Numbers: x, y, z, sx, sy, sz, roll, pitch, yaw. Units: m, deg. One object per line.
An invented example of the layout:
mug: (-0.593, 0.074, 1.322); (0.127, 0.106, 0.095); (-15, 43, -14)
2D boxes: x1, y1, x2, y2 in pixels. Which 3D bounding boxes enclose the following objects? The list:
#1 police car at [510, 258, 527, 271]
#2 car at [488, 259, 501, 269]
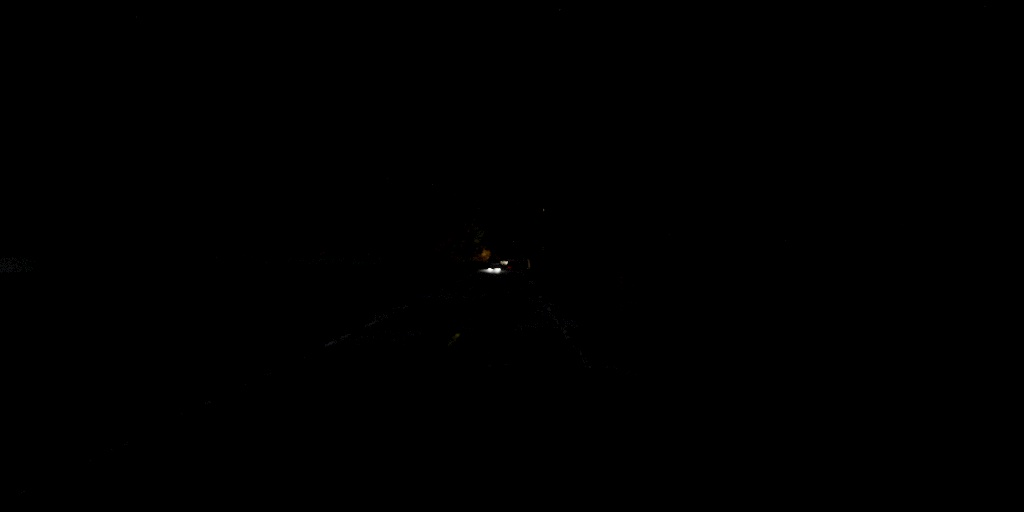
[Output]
police car: (1.003, 1.145, 49.516); (1.930, 1.638, 5.238); (0, 0, 0)
car: (-2.747, 1.205, 57.215); (2.128, 1.511, 4.902); (0, 0, 1)
